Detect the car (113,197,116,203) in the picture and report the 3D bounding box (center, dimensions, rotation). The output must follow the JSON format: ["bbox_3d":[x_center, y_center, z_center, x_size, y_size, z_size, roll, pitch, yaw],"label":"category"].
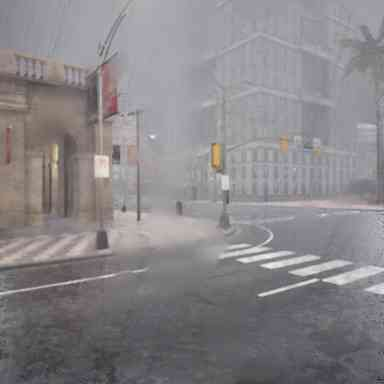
[{"bbox_3d":[-15.165,1.259,59.394,2.128,1.511,4.902,-1,0,-36],"label":"car"}]
